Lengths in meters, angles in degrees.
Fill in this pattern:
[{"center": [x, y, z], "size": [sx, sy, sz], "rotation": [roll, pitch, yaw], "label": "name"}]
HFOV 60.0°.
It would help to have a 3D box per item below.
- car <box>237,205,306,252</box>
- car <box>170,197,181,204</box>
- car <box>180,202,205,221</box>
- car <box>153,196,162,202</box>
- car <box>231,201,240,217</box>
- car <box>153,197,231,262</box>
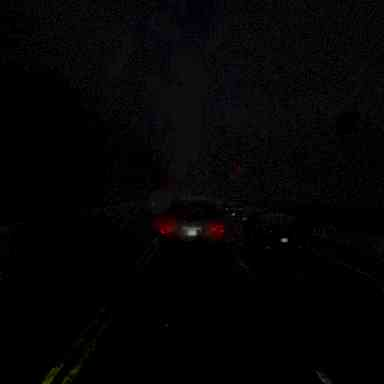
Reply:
[{"center": [3.286, 1.542, 14.208], "size": [1.882, 1.535, 5.008], "rotation": [0, 0, 1], "label": "car"}, {"center": [-3.227, 1.580, 65.301], "size": [1.895, 1.301, 4.718], "rotation": [0, 0, 0], "label": "car"}, {"center": [0.038, 1.614, 28.412], "size": [1.994, 1.385, 4.181], "rotation": [0, 0, 0], "label": "car"}, {"center": [-6.482, 1.506, 65.323], "size": [1.812, 1.442, 4.674], "rotation": [0, 0, 0], "label": "car"}, {"center": [3.287, 1.542, 28.475], "size": [2.128, 1.511, 4.902], "rotation": [0, 0, 0], "label": "car"}, {"center": [0.019, 1.290, 12.570], "size": [2.150, 2.045, 5.566], "rotation": [0, 0, 0], "label": "car"}]
